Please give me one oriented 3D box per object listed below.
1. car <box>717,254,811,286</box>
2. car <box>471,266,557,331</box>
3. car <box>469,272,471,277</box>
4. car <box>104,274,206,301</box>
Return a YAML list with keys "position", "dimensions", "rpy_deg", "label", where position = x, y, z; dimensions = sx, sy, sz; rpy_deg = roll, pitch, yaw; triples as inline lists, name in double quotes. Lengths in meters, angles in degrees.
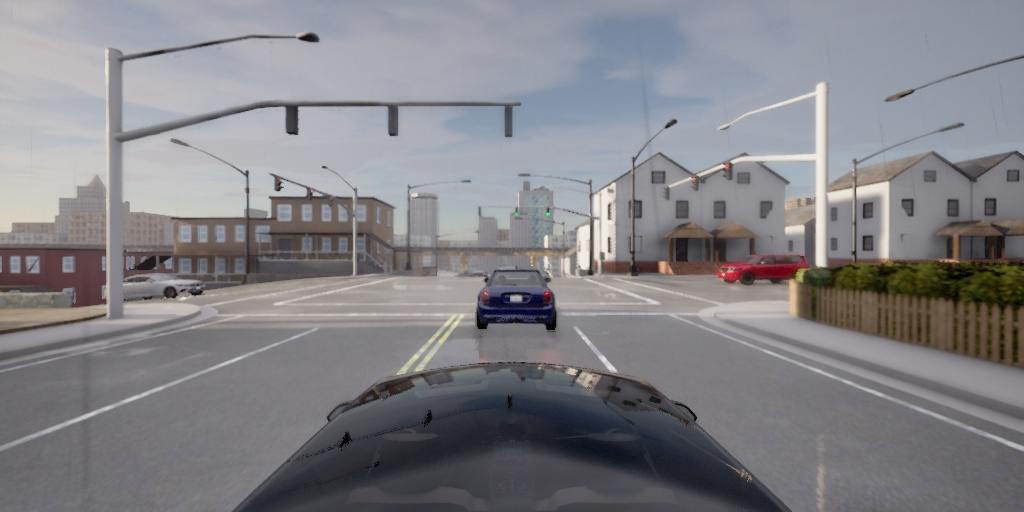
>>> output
- position: [17.105, 0.901, 24.400]
  dimensions: [5.566, 2.045, 2.150]
  rpy_deg: [0, 0, -1]
  label: "car"
- position: [0.170, 1.073, 11.093]
  dimensions: [2.097, 1.767, 4.553]
  rpy_deg: [0, 0, 2]
  label: "car"
- position: [-3.631, 2.195, 39.712]
  dimensions: [1.812, 1.442, 4.674]
  rpy_deg: [0, -8, 0]
  label: "car"
- position: [-20.018, 1.712, 20.178]
  dimensions: [4.674, 1.442, 1.812]
  rpy_deg: [-4, 0, -1]
  label: "car"
